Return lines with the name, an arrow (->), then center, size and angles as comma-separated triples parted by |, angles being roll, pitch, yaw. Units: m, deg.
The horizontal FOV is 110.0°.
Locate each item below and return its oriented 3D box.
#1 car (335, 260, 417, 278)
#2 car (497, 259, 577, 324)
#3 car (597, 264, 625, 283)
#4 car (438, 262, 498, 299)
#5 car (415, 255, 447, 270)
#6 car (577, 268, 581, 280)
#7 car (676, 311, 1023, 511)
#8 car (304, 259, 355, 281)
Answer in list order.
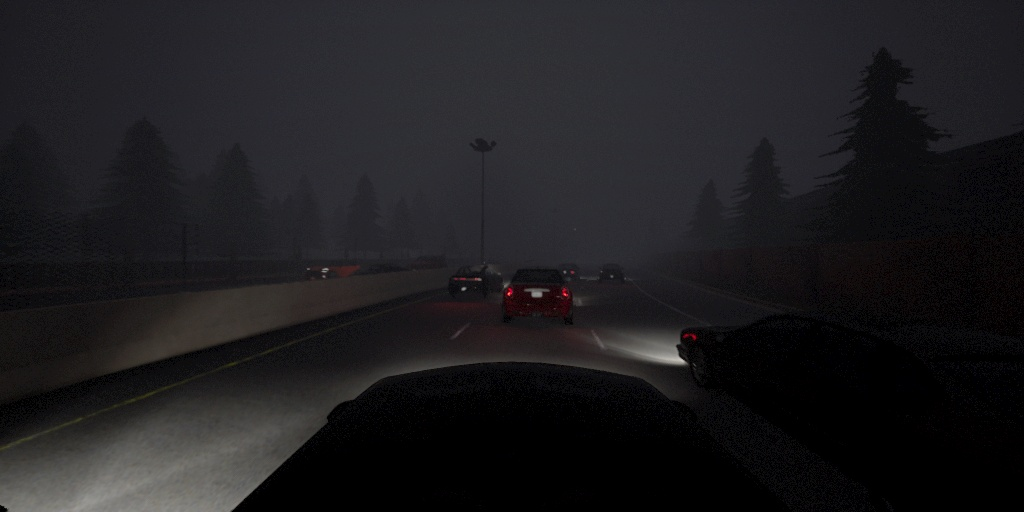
car -> -8.213, 1.210, 22.233 | 2.128, 1.511, 4.902 | 0, 0, 12
car -> 0.955, 1.109, 12.251 | 2.097, 1.767, 4.553 | 0, 0, 7
car -> 7.892, 1.316, 28.551 | 1.812, 1.442, 4.674 | 0, 0, 14
car -> -1.684, 1.238, 18.076 | 2.128, 1.511, 4.902 | 0, 0, 10
car -> -8.461, 0.940, 36.009 | 2.150, 2.045, 5.566 | 0, 0, 15
car -> 4.768, 1.325, 30.508 | 2.033, 1.411, 5.357 | 0, 0, 15
car -> 3.678, 1.314, 3.760 | 2.033, 1.411, 5.357 | 0, 0, 2
car -> -14.028, 1.047, 28.309 | 2.097, 1.767, 4.553 | 0, 0, 14
